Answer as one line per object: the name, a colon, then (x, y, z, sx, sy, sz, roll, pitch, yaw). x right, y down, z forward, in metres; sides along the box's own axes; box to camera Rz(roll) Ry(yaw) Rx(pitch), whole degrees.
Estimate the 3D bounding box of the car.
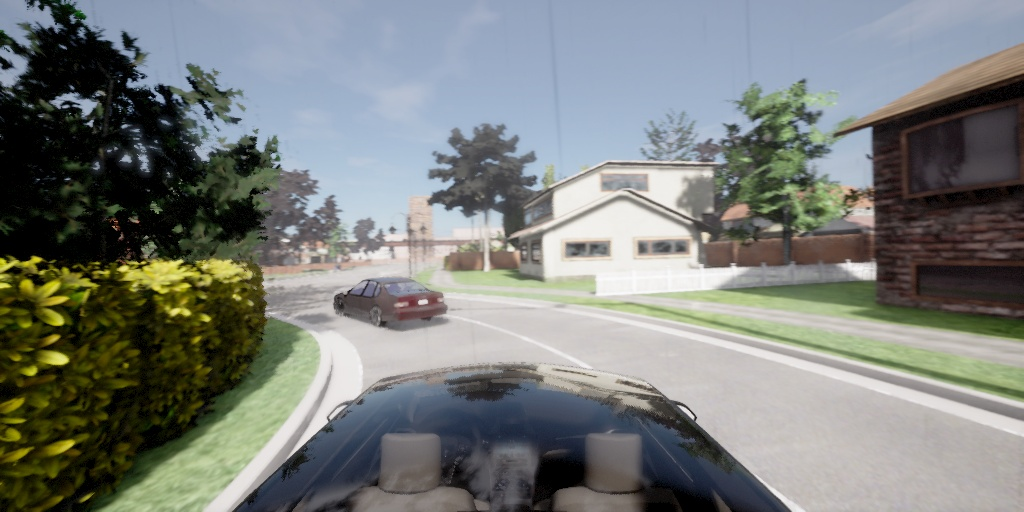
car: (-4.294, 1.418, 12.112, 2.033, 1.411, 5.357, -2, 0, -44)
